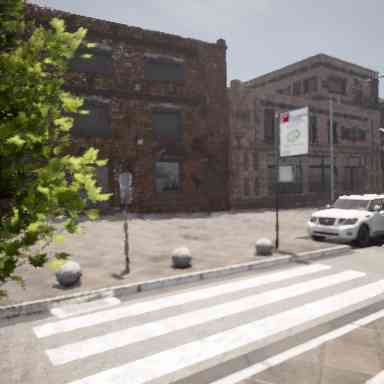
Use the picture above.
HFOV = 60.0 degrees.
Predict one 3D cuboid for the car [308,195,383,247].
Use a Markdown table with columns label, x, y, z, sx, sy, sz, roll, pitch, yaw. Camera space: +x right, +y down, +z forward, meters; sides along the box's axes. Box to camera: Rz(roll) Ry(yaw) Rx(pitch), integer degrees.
| label | x | y | z | sx | sy | sz | roll | pitch | yaw |
| --- | --- | --- | --- | --- | --- | --- | --- | --- | --- |
| car | 7.631 | 1.155 | 15.025 | 5.566 | 2.045 | 2.435 | 0 | 0 | -35 |
